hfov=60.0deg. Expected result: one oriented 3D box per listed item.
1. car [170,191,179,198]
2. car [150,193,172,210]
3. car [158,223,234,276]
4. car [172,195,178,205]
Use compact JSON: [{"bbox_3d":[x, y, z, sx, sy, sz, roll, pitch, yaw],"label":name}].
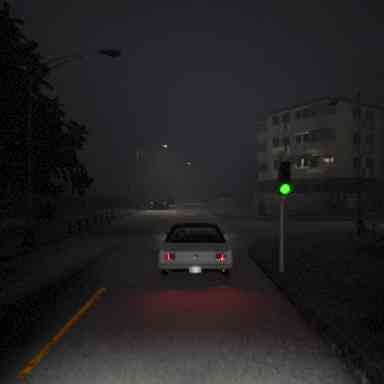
[{"bbox_3d":[-3.983,0.827,73.616,2.150,2.045,5.566,0,0,0],"label":"car"},{"bbox_3d":[-4.078,1.347,42.418,2.097,1.767,4.553,0,0,0],"label":"car"},{"bbox_3d":[0.095,1.599,10.301,1.895,1.301,4.718,0,0,0],"label":"car"},{"bbox_3d":[-4.031,1.537,58.364,2.033,1.411,5.357,0,0,1],"label":"car"}]
